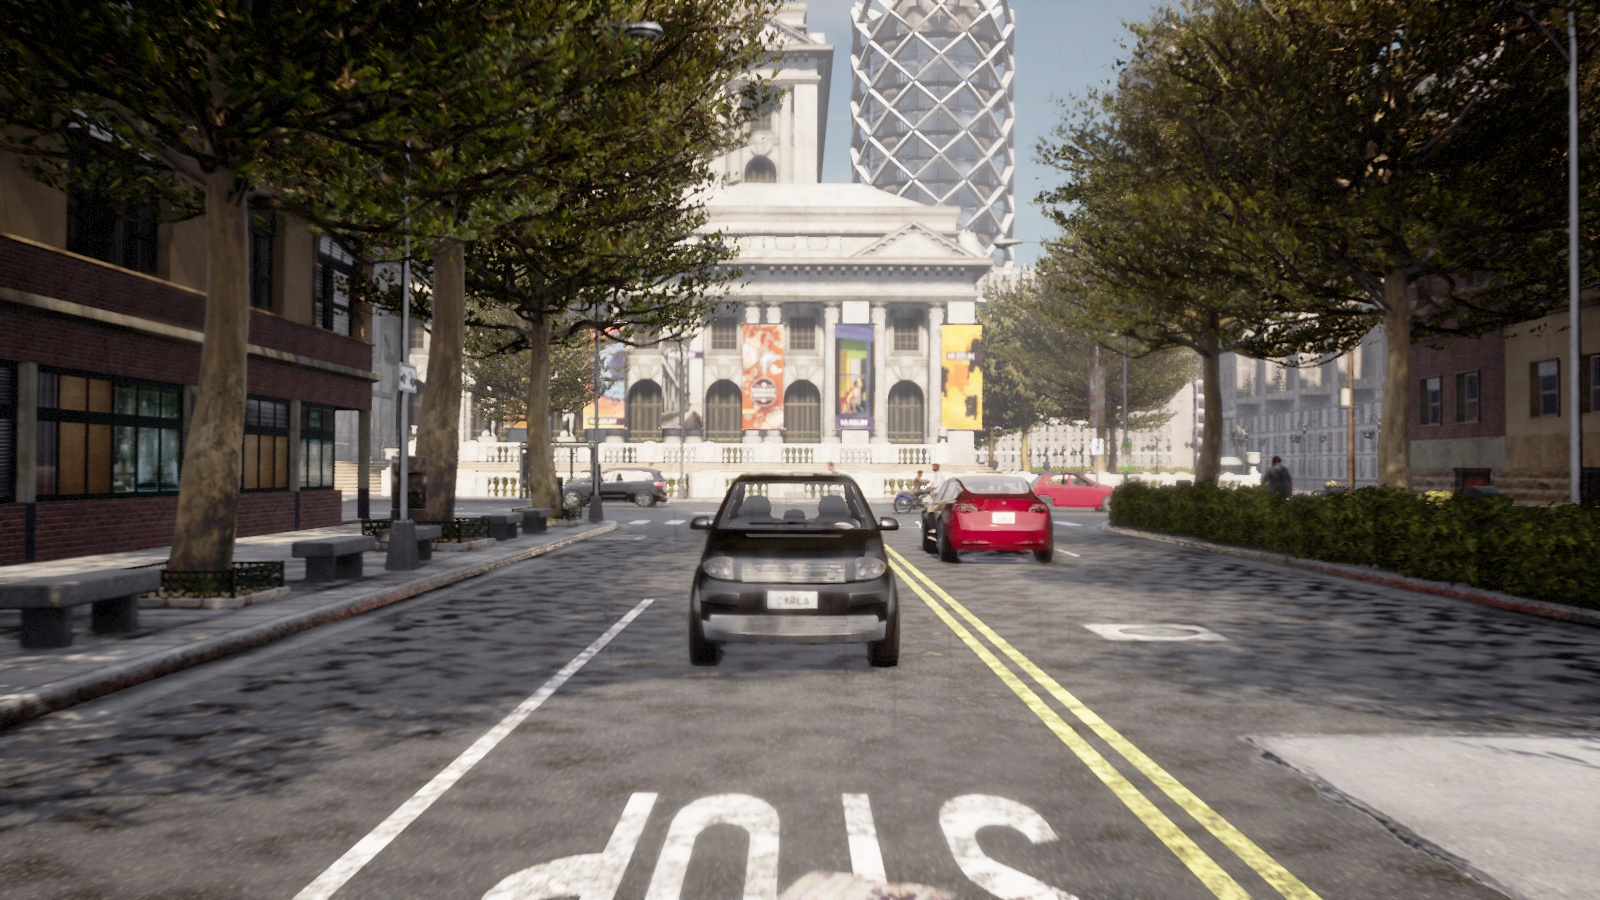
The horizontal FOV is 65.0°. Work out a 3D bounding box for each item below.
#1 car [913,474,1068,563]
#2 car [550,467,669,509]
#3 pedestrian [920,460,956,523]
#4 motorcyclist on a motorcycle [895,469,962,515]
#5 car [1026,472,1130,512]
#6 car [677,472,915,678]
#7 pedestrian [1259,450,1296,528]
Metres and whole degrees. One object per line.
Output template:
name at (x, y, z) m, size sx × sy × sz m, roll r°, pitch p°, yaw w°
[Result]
car at (3.421, 1.193, 23.517) m, size 2.163 × 1.488 × 4.792 m, roll 0°, pitch -1°, yaw 0°
car at (-7.861, 1.563, 52.277) m, size 4.611 × 1.667 × 2.242 m, roll 0°, pitch -1°, yaw 0°
pedestrian at (4.110, 1.230, 37.463) m, size 0.900 × 1.855 × 0.874 m, roll 0°, pitch -1°, yaw -4°
motorcyclist on a motorcycle at (4.621, 1.502, 45.248) m, size 2.350 × 1.649 × 0.766 m, roll 0°, pitch -1°, yaw 0°
car at (10.757, 1.599, 48.733) m, size 3.633 × 1.501 × 1.845 m, roll 0°, pitch -1°, yaw 0°
car at (-0.040, 0.986, 11.342) m, size 1.789 × 1.549 × 3.705 m, roll 0°, pitch -1°, yaw 0°
pedestrian at (11.376, 0.926, 29.933) m, size 0.540 × 1.848 × 0.694 m, roll 0°, pitch -1°, yaw -6°
